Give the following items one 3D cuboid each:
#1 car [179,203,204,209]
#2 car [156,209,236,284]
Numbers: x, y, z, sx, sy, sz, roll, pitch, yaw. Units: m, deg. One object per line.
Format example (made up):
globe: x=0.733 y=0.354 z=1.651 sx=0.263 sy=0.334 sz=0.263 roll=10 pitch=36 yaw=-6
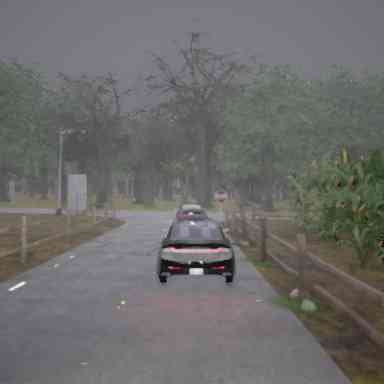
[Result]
car: x=-0.116 y=1.469 z=21.444 sx=1.837 sy=1.490 sz=4.892 roll=0 pitch=0 yaw=-3
car: x=0.096 y=1.476 z=9.509 sx=2.128 sy=1.511 sz=4.902 roll=0 pitch=0 yaw=0
